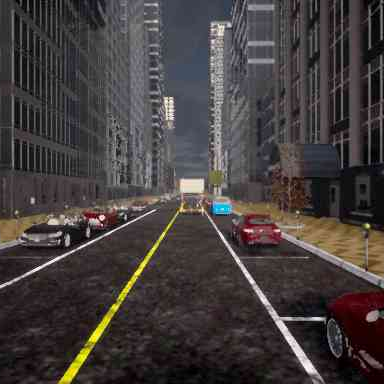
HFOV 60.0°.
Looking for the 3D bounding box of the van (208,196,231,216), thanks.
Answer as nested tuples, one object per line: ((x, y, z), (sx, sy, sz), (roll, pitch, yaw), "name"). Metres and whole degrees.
((2.690, 1.307, 31.467), (1.690, 1.788, 3.998), (0, 0, 0), "van")

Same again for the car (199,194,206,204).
((2.691, 1.503, 59.929), (1.802, 1.307, 4.206), (0, 0, 0), "car")

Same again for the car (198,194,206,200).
((2.692, 1.289, 88.391), (1.967, 1.590, 4.097), (0, 0, 0), "car")

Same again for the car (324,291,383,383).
((2.689, 1.581, 3.003), (1.802, 1.307, 4.206), (0, 0, 0), "car")

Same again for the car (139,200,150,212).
((-5.691, 1.539, 37.162), (1.802, 1.307, 4.206), (0, 0, 0), "car")

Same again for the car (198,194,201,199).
((2.691, 1.449, 71.314), (2.008, 1.369, 4.403), (0, 0, 0), "car")

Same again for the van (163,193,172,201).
((-5.689, 1.224, 77.010), (1.690, 1.788, 3.998), (0, 0, 0), "van")

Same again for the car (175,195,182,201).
((-3.000, 1.374, 76.635), (2.128, 1.511, 4.902), (0, 0, 0), "car")

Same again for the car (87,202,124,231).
((-5.691, 1.424, 20.086), (1.967, 1.590, 4.097), (0, 0, 0), "car")

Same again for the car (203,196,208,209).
((2.690, 1.530, 42.852), (1.802, 1.307, 4.206), (0, 0, 0), "car")

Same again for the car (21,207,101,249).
((-5.691, 1.542, 14.393), (2.008, 1.369, 4.403), (0, 0, 0), "car")

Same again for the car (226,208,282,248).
((2.690, 1.573, 14.391), (1.802, 1.307, 4.206), (0, 0, 0), "car")

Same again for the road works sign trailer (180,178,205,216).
((0.000, 0.429, 32.485), (2.380, 3.560, 2.880), (0, 0, 0), "road works sign trailer")

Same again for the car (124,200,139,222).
((-5.691, 1.525, 25.778), (2.008, 1.369, 4.403), (0, 0, 0), "car")

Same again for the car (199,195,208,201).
((2.691, 1.434, 77.007), (2.008, 1.369, 4.403), (0, 0, 0), "car")

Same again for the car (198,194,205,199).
((2.691, 1.271, 94.083), (1.967, 1.590, 4.097), (0, 0, 0), "car")

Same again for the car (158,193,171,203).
((-5.690, 1.461, 65.625), (2.008, 1.369, 4.403), (0, 0, 0), "car")
